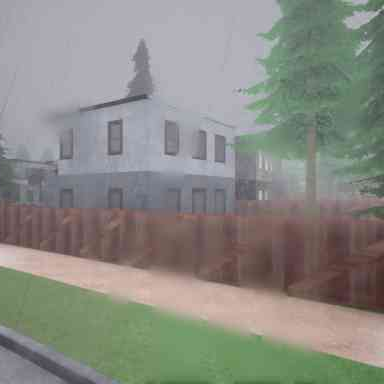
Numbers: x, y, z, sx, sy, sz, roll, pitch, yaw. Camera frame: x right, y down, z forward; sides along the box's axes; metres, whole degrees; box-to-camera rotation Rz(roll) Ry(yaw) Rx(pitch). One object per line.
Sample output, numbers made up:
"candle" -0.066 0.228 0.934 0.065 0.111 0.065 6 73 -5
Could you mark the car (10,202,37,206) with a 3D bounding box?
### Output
"car" -15.332 1.582 29.320 1.895 1.301 4.718 0 0 28
